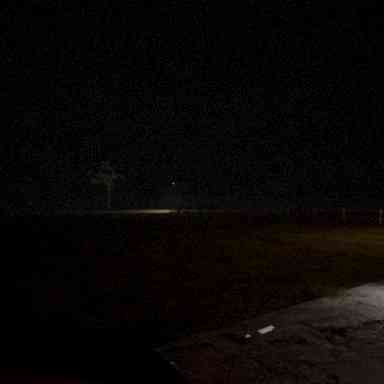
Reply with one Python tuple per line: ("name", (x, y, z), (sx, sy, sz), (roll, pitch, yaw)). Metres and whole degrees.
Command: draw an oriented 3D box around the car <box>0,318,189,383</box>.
("car", (-1.908, 1.560, 1.702), (4.181, 1.385, 1.994), (1, 0, -35))
